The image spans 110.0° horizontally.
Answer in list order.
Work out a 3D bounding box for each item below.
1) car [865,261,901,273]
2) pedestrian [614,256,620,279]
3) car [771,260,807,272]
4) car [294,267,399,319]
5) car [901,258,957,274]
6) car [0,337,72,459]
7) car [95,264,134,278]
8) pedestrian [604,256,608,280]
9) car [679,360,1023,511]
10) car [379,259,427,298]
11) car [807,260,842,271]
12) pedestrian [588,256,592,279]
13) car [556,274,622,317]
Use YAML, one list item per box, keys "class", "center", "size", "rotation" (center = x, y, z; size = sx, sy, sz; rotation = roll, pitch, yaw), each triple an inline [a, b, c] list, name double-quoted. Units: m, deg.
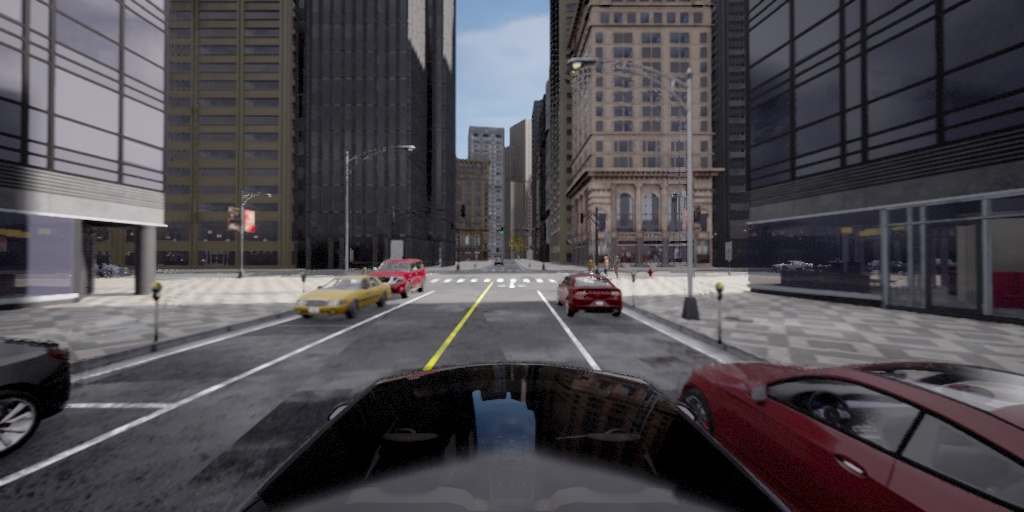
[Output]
- class: "car"
  center: [41.007, 1.234, 39.116]
  size: [5.357, 1.411, 2.033]
  rotation: [0, -1, 1]
- class: "pedestrian"
  center: [8.136, 0.852, 27.909]
  size: [0.375, 1.860, 0.375]
  rotation: [0, -1, 0]
- class: "car"
  center: [35.679, 1.284, 45.699]
  size: [4.674, 1.442, 1.812]
  rotation: [0, -1, 0]
- class: "car"
  center: [-5.856, 1.286, 13.007]
  size: [1.751, 1.417, 4.829]
  rotation: [0, 0, 0]
- class: "car"
  center: [42.600, 1.005, 35.852]
  size: [4.553, 1.767, 2.097]
  rotation: [0, -1, 0]
- class: "car"
  center: [-5.857, 1.316, 2.259]
  size: [1.948, 1.339, 4.313]
  rotation: [0, 0, 0]
- class: "car"
  center: [-40.488, 1.475, 35.765]
  size: [4.181, 1.385, 1.994]
  rotation: [0, -1, 0]
- class: "pedestrian"
  center: [7.136, 0.903, 27.309]
  size: [0.375, 1.860, 0.375]
  rotation: [0, -1, 0]
- class: "car"
  center: [2.668, 1.332, 2.255]
  size: [1.802, 1.307, 4.207]
  rotation: [0, 0, 0]
- class: "car"
  center: [-5.856, 1.085, 18.636]
  size: [2.192, 1.841, 5.009]
  rotation: [0, 0, 0]
- class: "car"
  center: [38.292, 1.248, 42.440]
  size: [4.674, 1.442, 1.812]
  rotation: [0, -1, 0]
- class: "pedestrian"
  center: [6.136, 0.927, 28.508]
  size: [0.375, 1.860, 0.375]
  rotation: [0, -1, 0]
- class: "car"
  center: [2.669, 1.306, 13.174]
  size: [1.888, 1.381, 4.507]
  rotation: [0, 0, 0]
